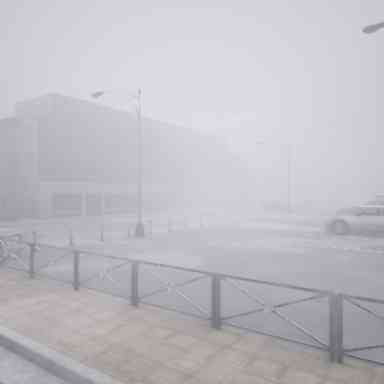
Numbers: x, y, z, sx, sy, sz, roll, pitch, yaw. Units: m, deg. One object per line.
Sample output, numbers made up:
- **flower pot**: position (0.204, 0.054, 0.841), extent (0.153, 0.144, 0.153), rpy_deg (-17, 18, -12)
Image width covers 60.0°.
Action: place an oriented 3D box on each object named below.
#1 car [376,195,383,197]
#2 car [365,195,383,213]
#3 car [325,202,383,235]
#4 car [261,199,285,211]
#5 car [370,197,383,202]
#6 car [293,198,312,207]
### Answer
- **car**: position (19.668, 1.266, 32.558), extent (3.866, 1.878, 1.905), rpy_deg (0, 0, 35)
- **car**: position (21.012, 1.286, 35.166), extent (4.605, 1.855, 1.932), rpy_deg (0, 0, 35)
- **car**: position (8.821, 1.423, 16.697), extent (3.806, 1.475, 1.970), rpy_deg (0, 0, 35)
- **car**: position (10.967, 1.666, 44.604), extent (2.128, 1.511, 4.902), rpy_deg (0, 0, 36)
- **car**: position (12.269, 1.344, 22.120), extent (5.027, 1.636, 2.152), rpy_deg (0, 0, 35)
- **car**: position (18.191, 1.721, 54.784), extent (2.033, 1.411, 5.357), rpy_deg (0, 0, 35)
